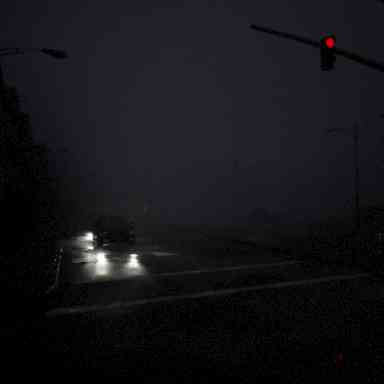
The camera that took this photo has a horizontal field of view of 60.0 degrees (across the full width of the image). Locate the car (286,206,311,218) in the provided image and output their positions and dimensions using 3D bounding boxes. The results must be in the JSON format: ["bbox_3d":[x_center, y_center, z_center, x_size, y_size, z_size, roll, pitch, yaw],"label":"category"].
[{"bbox_3d":[15.220,2.906,49.142,2.152,1.636,5.027,0,-2,-21],"label":"car"}]

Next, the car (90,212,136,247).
[{"bbox_3d":[-4.455,2.073,18.684,1.882,1.535,5.008,0,-2,-20],"label":"car"}]

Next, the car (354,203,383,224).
[{"bbox_3d":[18.401,2.207,31.780,1.932,1.855,4.605,0,-2,-21],"label":"car"}]

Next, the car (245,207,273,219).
[{"bbox_3d":[9.328,2.930,46.578,1.970,1.475,3.806,0,-2,-21],"label":"car"}]

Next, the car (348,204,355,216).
[{"bbox_3d":[27.195,2.914,53.648,1.905,1.878,3.866,0,-2,-21],"label":"car"}]

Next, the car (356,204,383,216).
[{"bbox_3d":[29.770,2.969,55.056,1.932,1.855,4.605,0,-2,-21],"label":"car"}]

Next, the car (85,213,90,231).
[{"bbox_3d":[-8.231,2.475,28.829,2.128,1.511,4.902,0,-2,-20],"label":"car"}]

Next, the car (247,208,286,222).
[{"bbox_3d":[8.381,2.720,38.693,2.007,1.523,4.514,0,-2,-21],"label":"car"}]
